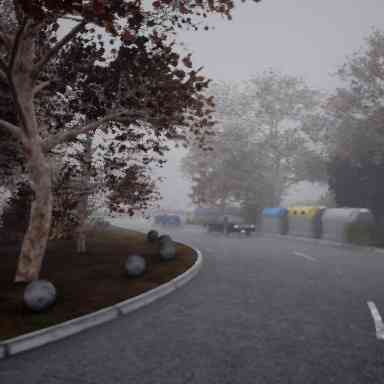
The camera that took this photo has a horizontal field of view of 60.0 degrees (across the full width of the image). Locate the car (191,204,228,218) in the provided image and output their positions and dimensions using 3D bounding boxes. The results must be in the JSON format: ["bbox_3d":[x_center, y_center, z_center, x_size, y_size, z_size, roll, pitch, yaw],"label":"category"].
[{"bbox_3d":[2.465,2.807,49.062,2.435,2.045,5.566,-1,-1,-24],"label":"car"}]

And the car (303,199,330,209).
[{"bbox_3d":[27.783,2.720,74.268,2.435,2.045,5.566,-1,-1,-23],"label":"car"}]

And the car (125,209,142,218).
[{"bbox_3d":[-10.784,3.628,57.546,2.163,1.488,4.792,-1,-1,-24],"label":"car"}]

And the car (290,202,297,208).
[{"bbox_3d":[15.147,2.871,54.510,2.163,1.488,4.792,-1,-1,-23],"label":"car"}]

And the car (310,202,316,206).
[{"bbox_3d":[17.678,2.834,55.675,2.163,1.488,4.792,-1,-1,-24],"label":"car"}]

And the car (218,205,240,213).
[{"bbox_3d":[7.204,3.307,65.375,2.163,1.488,4.792,-1,-1,-24],"label":"car"}]

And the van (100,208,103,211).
[{"bbox_3d":[-15.966,3.470,55.394,1.878,1.987,4.442,-1,-1,-24],"label":"van"}]

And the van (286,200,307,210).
[{"bbox_3d":[22.585,2.823,72.168,1.878,1.987,4.442,-1,-1,-23],"label":"van"}]

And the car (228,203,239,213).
[{"bbox_3d":[4.905,2.762,50.125,2.435,2.045,5.566,-1,-1,-23],"label":"car"}]

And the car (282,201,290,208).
[{"bbox_3d":[12.566,2.631,53.458,2.435,2.045,5.566,-1,-1,-24],"label":"car"}]

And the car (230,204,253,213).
[{"bbox_3d":[9.779,3.238,66.469,2.231,1.521,4.892,-1,-1,-23],"label":"car"}]

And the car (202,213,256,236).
[{"bbox_3d":[2.578,2.409,23.989,1.895,1.301,4.718,3,-4,-22],"label":"car"}]

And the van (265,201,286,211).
[{"bbox_3d":[17.536,2.892,69.720,1.878,1.987,4.442,-1,-1,-24],"label":"van"}]

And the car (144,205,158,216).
[{"bbox_3d":[-8.214,3.580,58.664,2.163,1.488,4.792,-1,-1,-24],"label":"car"}]

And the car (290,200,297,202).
[{"bbox_3d":[20.063,3.085,70.945,2.231,1.521,4.892,-1,-1,-23],"label":"car"}]

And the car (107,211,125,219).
[{"bbox_3d":[-13.345,3.644,56.406,2.097,1.535,5.008,-1,-1,-24],"label":"car"}]

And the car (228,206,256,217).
[{"bbox_3d":[7.589,3.005,51.255,2.002,1.452,4.674,-1,-1,-24],"label":"car"}]

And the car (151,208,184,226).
[{"bbox_3d":[-2.830,2.982,37.589,1.882,1.535,5.008,3,-3,-20],"label":"car"}]

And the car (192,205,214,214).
[{"bbox_3d":[2.072,3.362,63.116,2.097,1.535,5.008,-1,-1,-24],"label":"car"}]

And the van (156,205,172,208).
[{"bbox_3d":[-5.686,3.280,59.868,1.878,1.987,4.442,-1,-1,-24],"label":"van"}]

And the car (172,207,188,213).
[{"bbox_3d":[-3.051,3.484,60.848,2.163,1.488,4.792,-1,-1,-24],"label":"car"}]

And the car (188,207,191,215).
[{"bbox_3d":[-0.419,3.400,61.824,1.946,1.575,5.366,-1,-1,-24],"label":"car"}]
